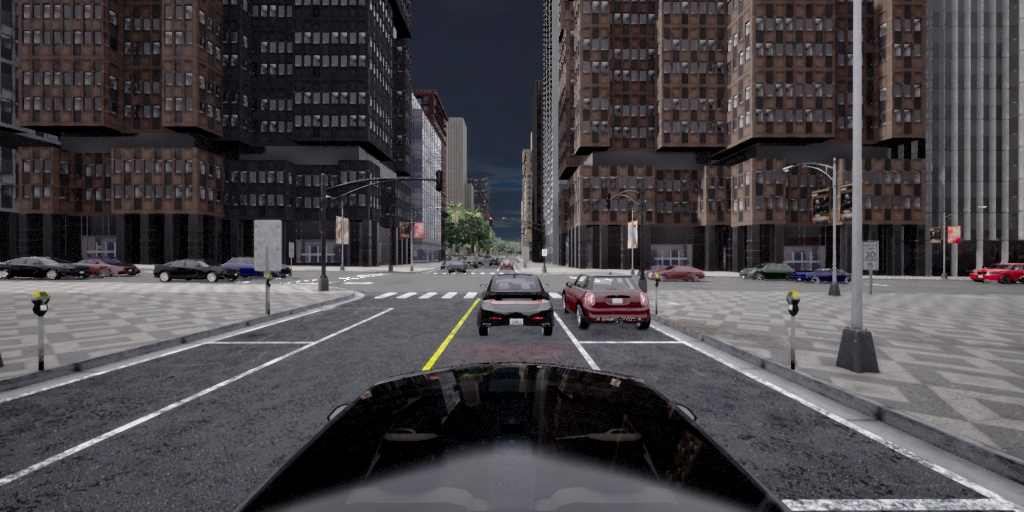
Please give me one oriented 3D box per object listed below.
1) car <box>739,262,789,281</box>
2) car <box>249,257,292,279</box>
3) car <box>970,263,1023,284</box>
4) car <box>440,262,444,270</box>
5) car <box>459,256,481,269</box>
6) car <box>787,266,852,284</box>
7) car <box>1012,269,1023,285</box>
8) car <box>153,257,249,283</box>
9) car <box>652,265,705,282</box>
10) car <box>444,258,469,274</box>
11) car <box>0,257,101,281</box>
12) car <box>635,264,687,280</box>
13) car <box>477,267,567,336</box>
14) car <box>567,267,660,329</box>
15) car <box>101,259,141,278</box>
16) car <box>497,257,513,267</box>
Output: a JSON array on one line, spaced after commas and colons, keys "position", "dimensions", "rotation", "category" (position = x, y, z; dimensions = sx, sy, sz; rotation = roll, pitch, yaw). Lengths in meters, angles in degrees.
[{"position": [24.659, 1.480, 34.720], "dimensions": [4.553, 1.767, 2.097], "rotation": [1, 0, 0], "category": "car"}, {"position": [-19.564, 0.855, 27.628], "dimensions": [4.553, 1.767, 2.097], "rotation": [1, 0, 0], "category": "car"}, {"position": [48.281, 1.699, 34.837], "dimensions": [5.566, 2.045, 2.150], "rotation": [1, 0, 0], "category": "car"}, {"position": [-9.287, 1.324, 52.549], "dimensions": [1.948, 1.339, 4.313], "rotation": [0, 0, -1], "category": "car"}, {"position": [-6.659, 0.990, 57.313], "dimensions": [2.150, 2.045, 5.566], "rotation": [0, 0, 0], "category": "car"}, {"position": [27.449, 1.772, 31.496], "dimensions": [4.718, 1.301, 1.895], "rotation": [1, 0, 0], "category": "car"}, {"position": [48.010, 2.075, 31.588], "dimensions": [4.718, 1.301, 1.895], "rotation": [1, 0, 0], "category": "car"}, {"position": [-21.274, 0.961, 24.363], "dimensions": [5.008, 1.535, 1.882], "rotation": [1, 0, -1], "category": "car"}, {"position": [14.351, 1.507, 31.379], "dimensions": [4.674, 1.442, 1.812], "rotation": [1, 0, -1], "category": "car"}, {"position": [-6.228, 1.278, 40.797], "dimensions": [2.033, 1.411, 5.357], "rotation": [0, 0, -6], "category": "car"}, {"position": [-31.637, 0.814, 24.273], "dimensions": [5.008, 1.535, 1.882], "rotation": [1, 0, 0], "category": "car"}, {"position": [14.340, 1.542, 34.632], "dimensions": [4.181, 1.385, 1.994], "rotation": [1, 0, -1], "category": "car"}, {"position": [0.076, 1.241, 10.361], "dimensions": [2.128, 1.511, 4.902], "rotation": [0, 0, -1], "category": "car"}, {"position": [2.734, 1.190, 11.247], "dimensions": [1.967, 1.591, 4.097], "rotation": [0, 0, 0], "category": "car"}, {"position": [-31.321, 0.900, 27.525], "dimensions": [4.181, 1.385, 1.994], "rotation": [1, 0, 0], "category": "car"}, {"position": [-0.762, 1.198, 52.628], "dimensions": [1.967, 1.591, 4.097], "rotation": [0, 0, -1], "category": "car"}]
